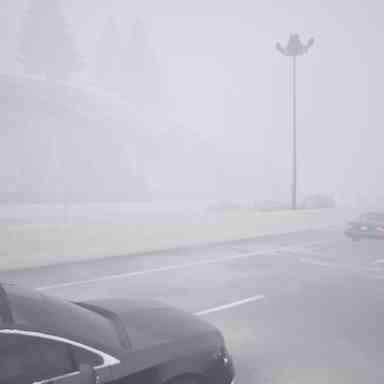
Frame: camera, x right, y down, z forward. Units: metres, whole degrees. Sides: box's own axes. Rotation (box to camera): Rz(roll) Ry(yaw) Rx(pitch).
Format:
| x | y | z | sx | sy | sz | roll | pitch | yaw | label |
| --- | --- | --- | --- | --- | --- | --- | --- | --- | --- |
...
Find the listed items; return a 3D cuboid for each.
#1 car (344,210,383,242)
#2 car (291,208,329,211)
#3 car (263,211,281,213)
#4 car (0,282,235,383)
| x | y | z | sx | sy | sz | roll | pitch | yaw | label |
| --- | --- | --- | --- | --- | --- | --- | --- | --- | --- |
| 9.118 | 1.570 | 15.601 | 5.357 | 1.411 | 2.033 | 0 | 0 | -41 | car |
| 12.553 | 1.275 | 33.519 | 2.150 | 2.045 | 5.566 | 0 | 0 | 44 | car |
| 9.298 | 1.607 | 35.176 | 2.033 | 1.411 | 5.357 | 0 | 0 | 45 | car |
| -1.835 | 1.512 | 2.533 | 4.892 | 1.490 | 1.837 | 0 | 0 | -35 | car |
